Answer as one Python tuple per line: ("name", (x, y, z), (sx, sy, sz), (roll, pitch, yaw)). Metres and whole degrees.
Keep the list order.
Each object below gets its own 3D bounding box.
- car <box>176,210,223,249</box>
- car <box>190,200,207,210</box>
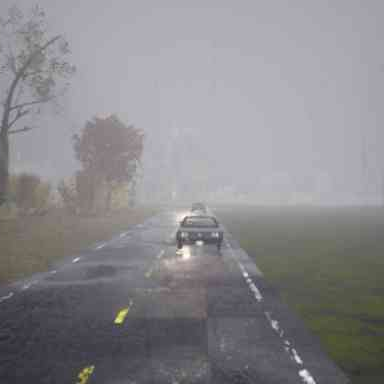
("car", (0.347, 1.727, 15.262), (1.895, 1.301, 4.718), (0, 0, 1))
("car", (0.855, 1.848, 43.200), (1.837, 1.490, 4.892), (0, 0, 1))
